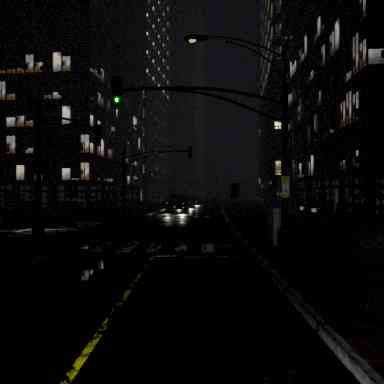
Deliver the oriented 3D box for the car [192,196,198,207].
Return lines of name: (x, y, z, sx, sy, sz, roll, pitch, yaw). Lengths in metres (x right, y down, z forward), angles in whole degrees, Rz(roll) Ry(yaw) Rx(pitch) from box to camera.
car: (-0.730, 1.444, 47.878, 1.882, 1.535, 5.008, 0, 0, 6)

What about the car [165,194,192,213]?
car: (-1.613, 1.202, 37.841, 2.150, 2.045, 5.566, 0, 0, 5)

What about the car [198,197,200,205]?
car: (0.377, 1.453, 58.115, 1.837, 1.490, 4.892, 0, 0, 7)

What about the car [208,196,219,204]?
car: (4.079, 1.484, 62.376, 2.033, 1.411, 5.357, 0, 0, 7)

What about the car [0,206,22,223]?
car: (-16.565, 1.859, 27.926, 4.403, 1.369, 2.008, -1, 1, 10)
